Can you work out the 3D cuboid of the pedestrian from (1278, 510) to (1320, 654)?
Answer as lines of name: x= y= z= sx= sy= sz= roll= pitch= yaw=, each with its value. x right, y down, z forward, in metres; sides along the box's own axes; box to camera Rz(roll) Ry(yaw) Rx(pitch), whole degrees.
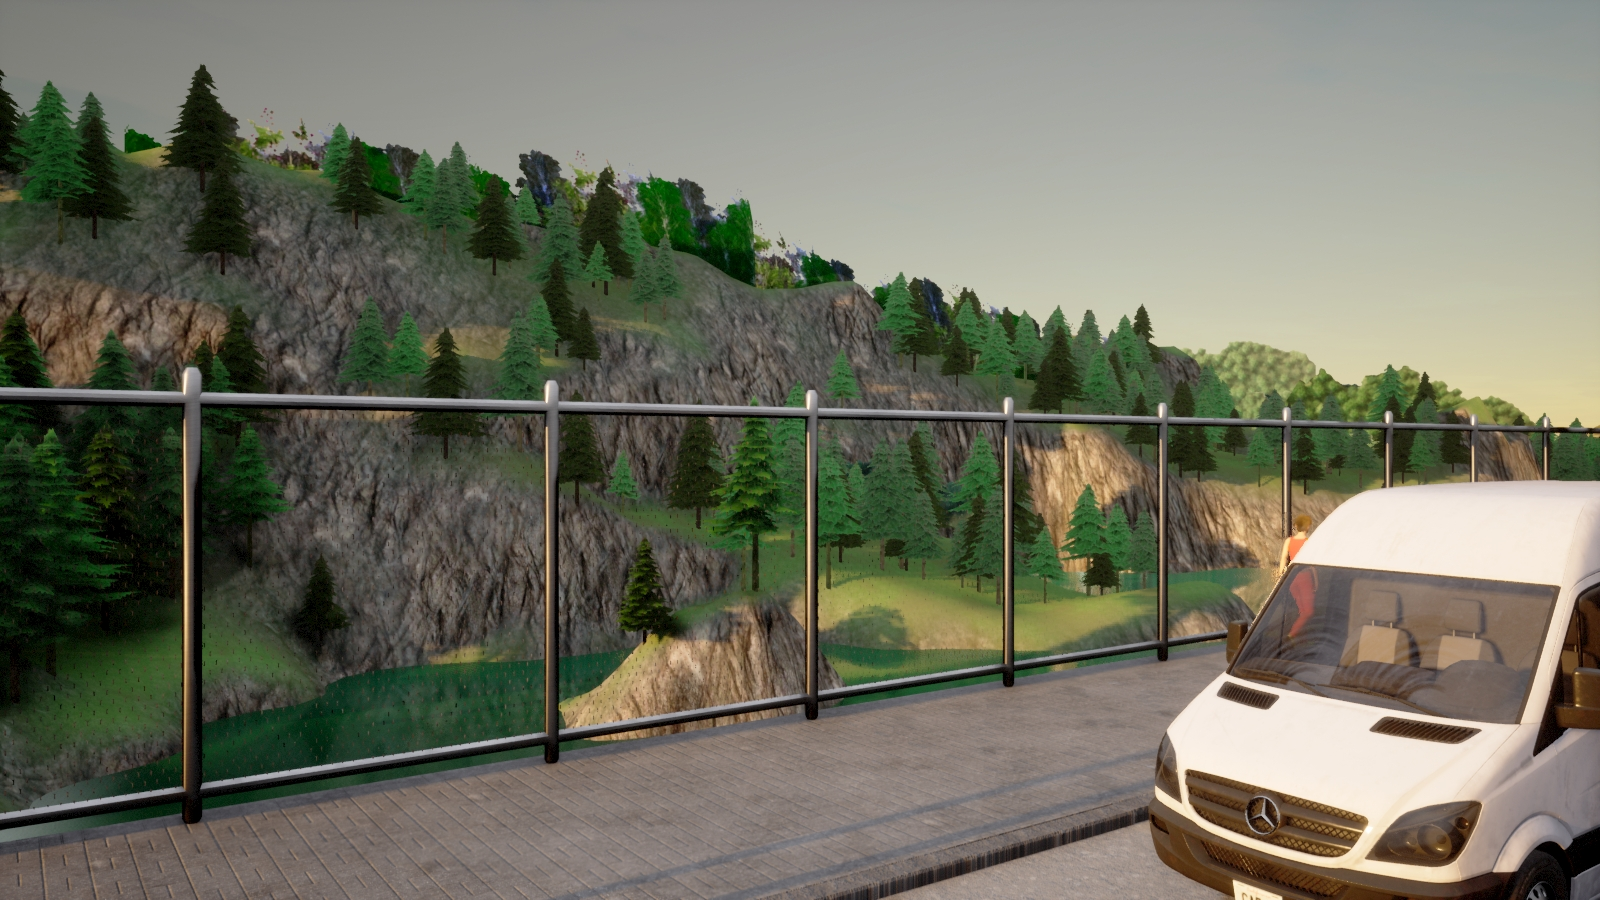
pedestrian: x=6.658 y=1.738 z=15.238 sx=0.375 sy=1.860 sz=0.375 roll=0 pitch=0 yaw=-35

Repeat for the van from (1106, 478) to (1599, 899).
van: x=4.843 y=1.531 z=7.777 sx=5.915 sy=2.561 sz=1.988 roll=0 pitch=0 yaw=-35
